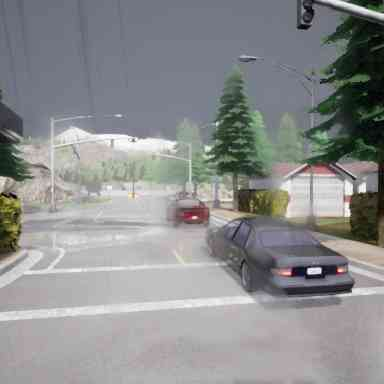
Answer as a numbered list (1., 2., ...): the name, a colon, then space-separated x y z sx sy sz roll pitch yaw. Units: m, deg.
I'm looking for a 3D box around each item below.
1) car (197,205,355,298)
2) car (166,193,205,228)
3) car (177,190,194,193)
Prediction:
1. car: 1.775 1.366 8.601 2.033 1.411 5.357 0 3 -11
2. car: -0.327 1.059 18.982 1.882 1.535 5.008 -1 2 -11
3. car: -0.966 0.386 70.291 4.902 1.511 2.128 0 1 -11
